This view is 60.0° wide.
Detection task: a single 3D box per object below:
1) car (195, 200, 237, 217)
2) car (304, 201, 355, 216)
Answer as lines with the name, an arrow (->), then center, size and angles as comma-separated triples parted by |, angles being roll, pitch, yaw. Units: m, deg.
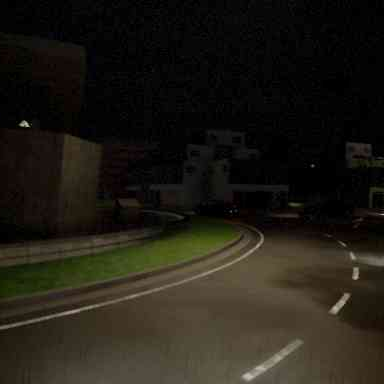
car -> 2.113, 1.478, 30.907 | 2.128, 1.511, 4.902 | 1, 0, -32
car -> 13.759, 1.614, 33.458 | 5.008, 1.535, 1.882 | 1, 0, -9
